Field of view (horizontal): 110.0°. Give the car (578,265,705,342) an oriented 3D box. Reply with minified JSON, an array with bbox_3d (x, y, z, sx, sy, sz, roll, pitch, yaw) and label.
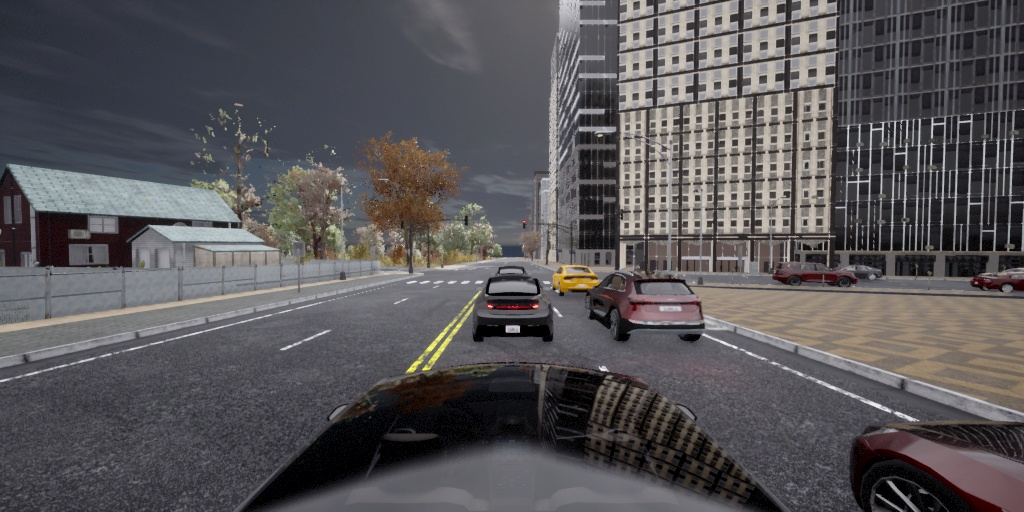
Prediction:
[{"bbox_3d":[3.335,1.177,9.791,2.033,1.649,4.856,0,0,0],"label":"car"}]

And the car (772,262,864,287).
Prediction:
[{"bbox_3d":[22.967,1.393,27.478,5.009,1.841,2.192,0,0,20],"label":"car"}]

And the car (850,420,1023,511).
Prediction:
[{"bbox_3d":[3.352,1.254,0.529,2.163,1.488,4.792,0,0,0],"label":"car"}]

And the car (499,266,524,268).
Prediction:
[{"bbox_3d":[-0.030,1.251,18.441,1.837,1.490,4.892,0,0,0],"label":"car"}]

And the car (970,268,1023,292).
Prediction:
[{"bbox_3d":[33.620,1.715,23.599,4.507,1.381,1.888,0,0,20],"label":"car"}]

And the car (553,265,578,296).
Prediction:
[{"bbox_3d":[3.285,1.224,19.254,1.882,1.535,5.008,0,0,0],"label":"car"}]

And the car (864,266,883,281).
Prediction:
[{"bbox_3d":[30.990,1.468,32.941,4.403,1.370,2.007,0,0,20],"label":"car"}]

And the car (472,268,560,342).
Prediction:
[{"bbox_3d":[0.030,1.252,9.774,1.837,1.490,4.892,0,0,0],"label":"car"}]
